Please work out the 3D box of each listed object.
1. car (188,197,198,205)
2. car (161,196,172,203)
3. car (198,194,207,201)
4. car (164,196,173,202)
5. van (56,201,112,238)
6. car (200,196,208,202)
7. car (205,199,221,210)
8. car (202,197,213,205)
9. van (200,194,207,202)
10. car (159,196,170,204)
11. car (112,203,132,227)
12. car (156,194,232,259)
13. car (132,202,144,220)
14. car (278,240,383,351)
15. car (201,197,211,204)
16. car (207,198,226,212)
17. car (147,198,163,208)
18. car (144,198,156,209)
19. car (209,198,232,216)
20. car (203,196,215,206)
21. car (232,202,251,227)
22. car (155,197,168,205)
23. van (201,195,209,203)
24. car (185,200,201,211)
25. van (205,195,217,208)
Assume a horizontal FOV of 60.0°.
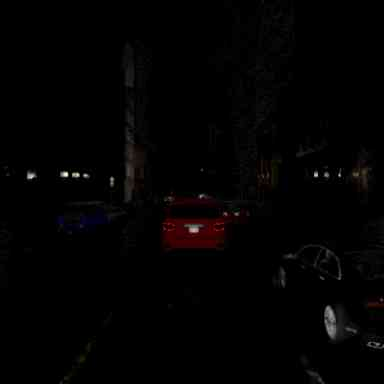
[{"bbox_3d":[0.119,1.624,61.874,1.837,1.490,4.892,0,0,0],"label":"car"},{"bbox_3d":[-5.649,1.696,73.962,2.008,1.369,4.403,0,0,0],"label":"car"},{"bbox_3d":[2.881,1.497,90.908,2.192,1.841,5.009,0,0,0],"label":"car"},{"bbox_3d":[-5.647,1.739,79.610,1.802,1.307,4.206,0,0,0],"label":"car"},{"bbox_3d":[-5.669,1.372,17.474,1.690,1.788,3.998,0,0,0],"label":"van"},{"bbox_3d":[2.878,1.702,79.611,1.887,1.381,4.507,0,0,0],"label":"car"},{"bbox_3d":[2.867,1.632,45.719,1.887,1.381,4.507,0,0,0],"label":"car"},{"bbox_3d":[2.872,1.666,62.665,1.887,1.381,4.507,0,0,0],"label":"car"},{"bbox_3d":[2.878,1.511,85.259,1.690,1.788,3.998,0,0,0],"label":"van"},{"bbox_3d":[-5.652,1.573,68.313,1.967,1.590,4.097,0,0,0],"label":"car"},{"bbox_3d":[-5.666,1.567,22.952,1.752,1.417,4.829,0,0,0],"label":"car"},{"bbox_3d":[0.040,1.246,12.791,2.150,2.045,5.566,0,0,0],"label":"car"},{"bbox_3d":[-5.664,1.619,28.771,1.947,1.339,4.313,0,0,0],"label":"car"},{"bbox_3d":[2.853,1.562,6.180,2.008,1.369,4.403,0,0,0],"label":"car"},{"bbox_3d":[2.874,1.699,68.313,1.947,1.339,4.313,0,0,0],"label":"car"},{"bbox_3d":[2.864,1.516,40.071,1.967,1.590,4.097,0,0,0],"label":"car"},{"bbox_3d":[-5.656,1.643,51.366,1.887,1.381,4.507,0,0,0],"label":"car"},{"bbox_3d":[-5.658,1.653,45.717,1.947,1.339,4.313,0,0,0],"label":"car"},{"bbox_3d":[2.862,1.504,34.422,1.967,1.590,4.097,0,0,0],"label":"car"},{"bbox_3d":[2.870,1.550,57.017,1.967,1.590,4.097,0,0,0],"label":"car"},{"bbox_3d":[2.859,1.482,23.126,1.967,1.590,4.097,0,0,0],"label":"car"},{"bbox_3d":[-5.653,1.672,62.664,2.008,1.369,4.403,0,0,0],"label":"car"},{"bbox_3d":[2.874,1.487,73.963,1.690,1.788,3.998,0,0,0],"label":"van"},{"bbox_3d":[0.117,1.681,42.501,1.895,1.301,4.718,0,0,0],"label":"car"},{"bbox_3d":[2.867,1.439,51.368,1.690,1.788,3.998,0,0,0],"label":"van"}]
